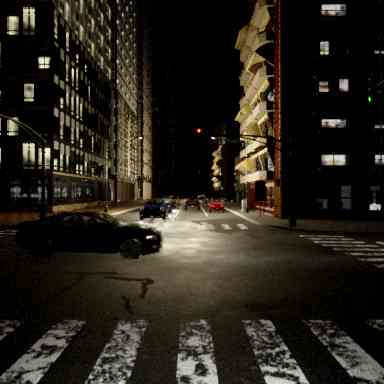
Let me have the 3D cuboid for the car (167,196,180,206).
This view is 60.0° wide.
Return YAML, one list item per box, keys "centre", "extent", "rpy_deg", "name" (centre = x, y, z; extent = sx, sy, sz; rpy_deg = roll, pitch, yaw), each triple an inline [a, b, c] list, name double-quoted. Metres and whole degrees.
- centre: [-3.088, 1.498, 56.751]
  extent: [1.882, 1.535, 5.008]
  rpy_deg: [0, 0, 0]
  name: "car"

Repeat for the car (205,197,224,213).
- centre: [2.685, 1.591, 37.264]
  extent: [1.802, 1.307, 4.206]
  rpy_deg: [0, 0, 0]
  name: "car"

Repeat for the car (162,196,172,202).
- centre: [-5.810, 1.589, 78.411]
  extent: [2.008, 1.369, 4.403]
  rpy_deg: [0, 0, 0]
  name: "car"

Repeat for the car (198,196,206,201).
- centre: [2.561, 1.626, 84.073]
  extent: [1.802, 1.307, 4.206]
  rpy_deg: [0, 0, 0]
  name: "car"

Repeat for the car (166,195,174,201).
- centre: [-5.828, 1.595, 89.708]
  extent: [1.887, 1.381, 4.507]
  rpy_deg: [0, 0, 0]
  name: "car"

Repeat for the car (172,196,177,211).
- centre: [-3.152, 1.500, 37.221]
  extent: [2.128, 1.511, 4.902]
  rpy_deg: [0, 0, 0]
  name: "car"

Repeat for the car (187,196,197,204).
- centre: [0.001, 1.592, 65.262]
  extent: [1.994, 1.385, 4.181]
  rpy_deg: [0, 0, 0]
  name: "car"

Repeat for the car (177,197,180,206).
- centre: [-3.146, 1.615, 46.478]
  extent: [1.895, 1.301, 4.718]
  rpy_deg: [0, 0, 0]
  name: "car"

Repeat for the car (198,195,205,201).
- centre: [2.552, 1.491, 89.721]
  extent: [1.967, 1.590, 4.097]
  rpy_deg: [0, 0, 0]
  name: "car"

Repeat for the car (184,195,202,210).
- centre: [0.033, 1.515, 43.252]
  extent: [1.837, 1.490, 4.892]
  rpy_deg: [0, -1, 0]
  name: "car"

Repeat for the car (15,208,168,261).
- centre: [-3.481, 1.452, 11.609]
  extent: [4.902, 1.511, 2.128]
  rpy_deg: [1, 0, -1]
  name: "car"

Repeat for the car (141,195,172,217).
- centre: [-3.138, 1.357, 28.173]
  extent: [2.097, 1.767, 4.553]
  rpy_deg: [0, 0, 0]
  name: "car"

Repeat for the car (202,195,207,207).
- centre: [2.614, 1.567, 50.181]
  extent: [2.008, 1.369, 4.403]
  rpy_deg: [0, 0, 0]
  name: "car"
